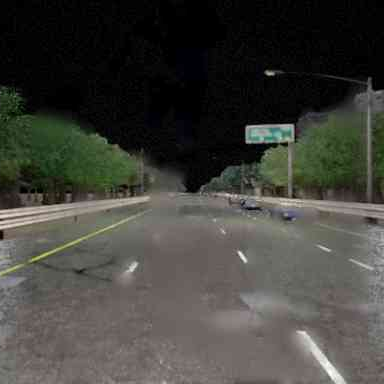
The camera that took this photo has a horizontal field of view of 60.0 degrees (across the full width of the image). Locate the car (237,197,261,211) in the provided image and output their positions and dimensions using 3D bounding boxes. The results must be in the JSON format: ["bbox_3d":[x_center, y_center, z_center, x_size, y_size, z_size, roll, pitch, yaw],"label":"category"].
[{"bbox_3d":[7.080,1.544,40.448,1.994,1.385,4.181,0,0,0],"label":"car"}]

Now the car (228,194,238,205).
[{"bbox_3d":[7.133,1.460,56.361,2.128,1.511,4.902,0,0,0],"label":"car"}]

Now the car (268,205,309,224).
[{"bbox_3d":[7.030,1.594,24.910,1.895,1.301,4.718,0,0,0],"label":"car"}]
